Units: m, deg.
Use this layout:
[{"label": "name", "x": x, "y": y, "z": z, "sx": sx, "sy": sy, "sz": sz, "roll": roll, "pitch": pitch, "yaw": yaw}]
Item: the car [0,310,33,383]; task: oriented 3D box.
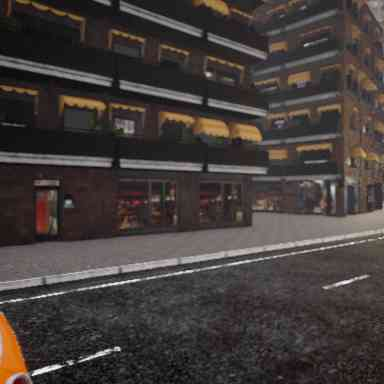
[{"label": "car", "x": -3.139, "y": 1.349, "z": 1.461, "sx": 4.553, "sy": 1.767, "sz": 2.097, "roll": 0, "pitch": 0, "yaw": -35}]
